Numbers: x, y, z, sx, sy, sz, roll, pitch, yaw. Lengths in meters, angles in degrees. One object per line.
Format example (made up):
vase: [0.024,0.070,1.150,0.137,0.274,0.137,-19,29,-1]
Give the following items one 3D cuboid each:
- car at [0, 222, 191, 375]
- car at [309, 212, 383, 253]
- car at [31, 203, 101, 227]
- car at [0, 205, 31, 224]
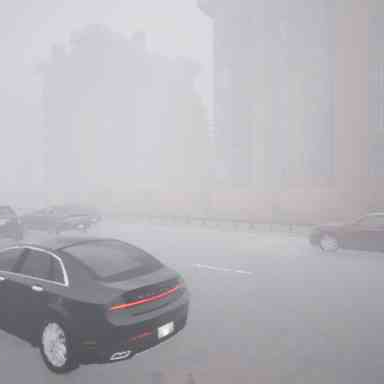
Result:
car: [-2.299,1.504,5.636,4.892,1.490,1.837,0,0,36]
car: [6.852,1.477,12.004,5.008,1.535,1.882,0,0,36]
car: [-7.479,1.490,17.932,4.902,1.511,2.128,0,0,36]
car: [-9.720,1.351,15.237,4.553,1.767,2.097,0,0,36]
